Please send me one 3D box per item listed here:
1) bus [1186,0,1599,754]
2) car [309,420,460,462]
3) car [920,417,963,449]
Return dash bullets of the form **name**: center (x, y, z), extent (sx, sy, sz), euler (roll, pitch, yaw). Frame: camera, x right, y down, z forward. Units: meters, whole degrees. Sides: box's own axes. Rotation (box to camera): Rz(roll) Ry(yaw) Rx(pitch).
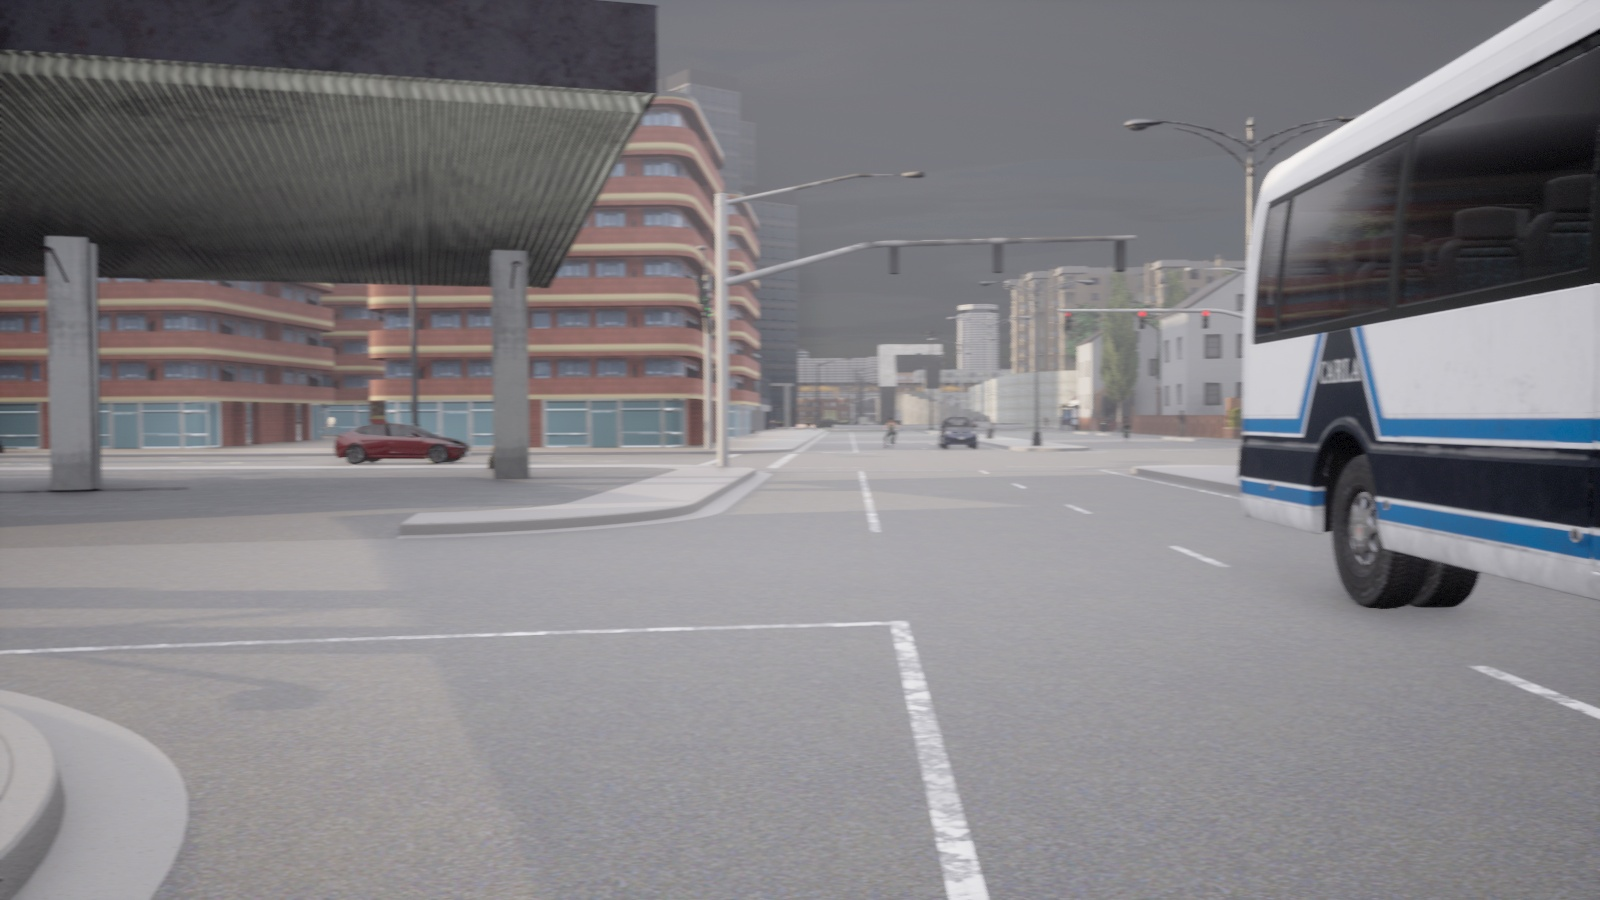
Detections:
- **bus**: center (5.770, -0.739, 7.544), extent (3.944, 4.253, 10.273), euler (0, 1, 1)
- **car**: center (-15.154, -0.350, 45.954), extent (4.792, 1.488, 2.163), euler (0, 1, 1)
- **car**: center (7.233, -0.885, 64.354), extent (1.851, 1.617, 3.988), euler (0, 1, 2)
